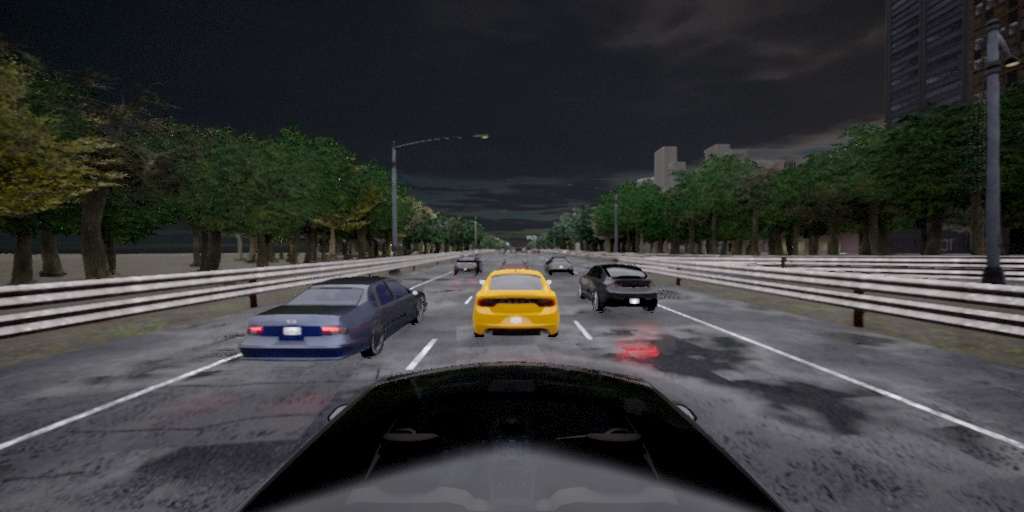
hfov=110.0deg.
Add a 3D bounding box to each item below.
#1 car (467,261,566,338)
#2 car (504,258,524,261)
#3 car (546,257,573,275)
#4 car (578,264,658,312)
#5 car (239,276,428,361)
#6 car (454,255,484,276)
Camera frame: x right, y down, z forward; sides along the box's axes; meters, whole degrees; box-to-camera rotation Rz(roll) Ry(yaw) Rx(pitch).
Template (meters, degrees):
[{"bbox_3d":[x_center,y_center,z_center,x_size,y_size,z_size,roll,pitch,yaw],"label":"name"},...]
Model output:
[{"bbox_3d":[0.097,1.072,9.635,1.882,1.535,5.008,0,1,0],"label":"car"},{"bbox_3d":[0.162,0.831,26.325,1.895,1.301,4.718,0,1,0],"label":"car"},{"bbox_3d":[3.676,0.738,28.675,1.994,1.385,4.181,0,1,0],"label":"car"},{"bbox_3d":[3.621,1.032,12.966,1.837,1.490,4.892,0,1,0],"label":"car"},{"bbox_3d":[-3.416,1.171,8.128,2.033,1.411,5.357,0,1,1],"label":"car"},{"bbox_3d":[-3.327,0.680,28.041,2.128,1.511,4.902,0,1,0],"label":"car"}]
